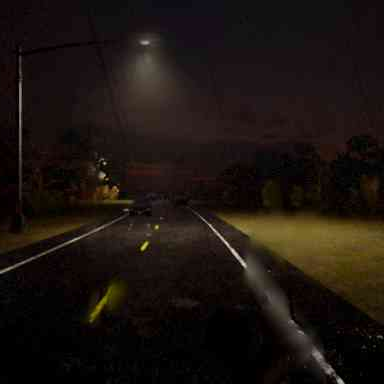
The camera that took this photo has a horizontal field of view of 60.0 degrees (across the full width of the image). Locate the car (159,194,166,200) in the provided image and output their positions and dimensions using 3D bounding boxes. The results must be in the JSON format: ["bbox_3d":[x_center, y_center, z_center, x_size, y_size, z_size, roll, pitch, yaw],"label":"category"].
[{"bbox_3d":[-7.725,1.394,86.743,1.837,1.490,4.892,0,0,-10],"label":"car"}]

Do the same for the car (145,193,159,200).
[{"bbox_3d":[-9.022,1.158,72.811,2.150,2.045,5.566,0,0,-8],"label":"car"}]

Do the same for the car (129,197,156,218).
[{"bbox_3d":[-4.657,1.486,30.915,1.882,1.535,5.008,0,0,-4],"label":"car"}]

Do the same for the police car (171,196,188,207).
[{"bbox_3d":[-1.770,1.424,52.063,1.930,1.638,5.238,0,0,-6],"label":"police car"}]

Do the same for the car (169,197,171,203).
[{"bbox_3d":[-2.921,1.470,61.942,1.882,1.535,5.008,0,0,-7],"label":"car"}]
